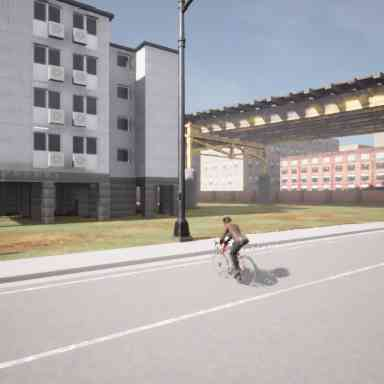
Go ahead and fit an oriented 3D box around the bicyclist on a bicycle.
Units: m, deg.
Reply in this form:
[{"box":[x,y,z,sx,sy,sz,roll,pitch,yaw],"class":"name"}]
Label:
[{"box":[1.019,1.455,8.426,0.582,1.620,1.656,0,-2,-36],"class":"bicyclist on a bicycle"}]
